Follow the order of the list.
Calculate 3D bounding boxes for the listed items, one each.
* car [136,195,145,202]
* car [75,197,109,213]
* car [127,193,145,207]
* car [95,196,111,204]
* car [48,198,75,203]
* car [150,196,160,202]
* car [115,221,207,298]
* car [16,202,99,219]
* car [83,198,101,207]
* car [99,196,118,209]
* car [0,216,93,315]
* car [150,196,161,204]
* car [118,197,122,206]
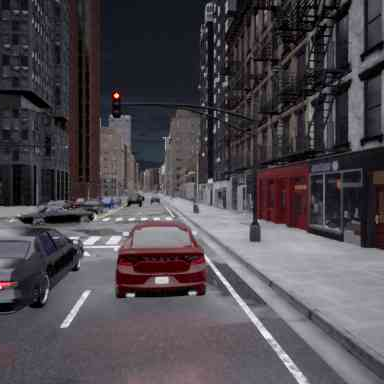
[{"bbox_3d":[-11.649,1.510,75.070,1.882,1.535,5.008,0,0,-6],"label":"car"},{"bbox_3d":[-10.475,1.559,34.994,2.033,1.411,5.357,0,0,-6],"label":"car"},{"bbox_3d":[-9.053,1.241,53.043,2.150,2.045,5.566,0,0,-6],"label":"car"},{"bbox_3d":[-16.872,1.519,63.063,2.128,1.511,4.902,0,0,-6],"label":"car"},{"bbox_3d":[-13.592,1.515,33.657,1.837,1.490,4.892,0,0,-6],"label":"car"},{"bbox_3d":[-8.428,1.572,75.492,2.033,1.411,5.357,0,0,-6],"label":"car"},{"bbox_3d":[-0.810,1.478,8.601,1.882,1.535,5.008,0,0,-6],"label":"car"},{"bbox_3d":[-9.086,1.601,22.400,4.718,1.301,1.895,0,0,-37],"label":"car"},{"bbox_3d":[-15.683,1.622,52.275,1.895,1.301,4.718,0,0,-6],"label":"car"},{"bbox_3d":[-11.553,1.495,44.638,1.882,1.535,5.008,0,0,-6],"label":"car"},{"bbox_3d":[-3.916,1.547,7.730,2.033,1.411,5.357,0,0,-6],"label":"car"},{"bbox_3d":[-7.160,1.532,65.191,1.837,1.490,4.892,0,0,-6],"label":"car"},{"bbox_3d":[-12.686,1.514,54.753,2.128,1.511,4.902,0,0,-6],"label":"car"}]
